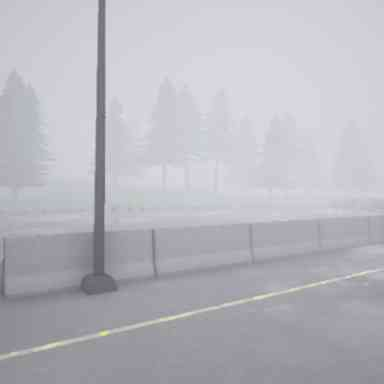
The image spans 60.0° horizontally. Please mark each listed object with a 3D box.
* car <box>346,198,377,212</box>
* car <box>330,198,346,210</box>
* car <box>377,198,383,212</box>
[{"bbox_3d":[20.137,1.408,37.218,4.902,1.511,2.128,1,1,-28],"label":"car"},{"bbox_3d":[19.348,1.416,40.775,5.357,1.411,2.033,1,1,-28],"label":"car"},{"bbox_3d":[21.622,1.446,34.042,5.008,1.535,1.882,1,0,-28],"label":"car"}]
